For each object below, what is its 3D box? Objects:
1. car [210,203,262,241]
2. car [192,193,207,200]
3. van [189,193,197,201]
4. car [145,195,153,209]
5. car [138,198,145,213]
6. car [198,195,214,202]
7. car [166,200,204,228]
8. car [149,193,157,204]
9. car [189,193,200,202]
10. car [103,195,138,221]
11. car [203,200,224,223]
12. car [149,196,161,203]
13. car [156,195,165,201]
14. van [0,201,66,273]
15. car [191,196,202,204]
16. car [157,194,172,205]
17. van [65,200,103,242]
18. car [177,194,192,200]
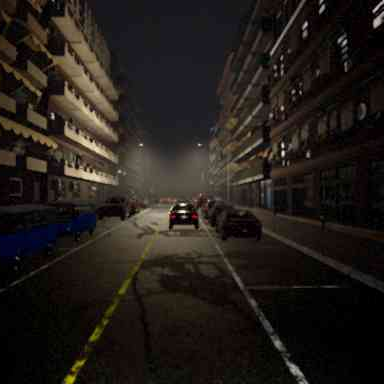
[{"bbox_3d":[2.134,1.474,16.041,1.887,1.381,4.507,1,0,-2],"label":"car"},{"bbox_3d":[1.436,1.187,38.153,2.192,1.841,5.009,1,0,-2],"label":"car"},{"bbox_3d":[0.267,1.180,76.856,1.690,1.788,3.998,1,0,-2],"label":"van"},{"bbox_3d":[-6.580,1.466,43.506,1.947,1.339,4.313,1,0,-2],"label":"car"},{"bbox_3d":[-6.241,1.239,32.448,2.192,1.841,5.009,1,0,-2],"label":"car"},{"bbox_3d":[1.809,1.338,27.098,1.967,1.590,4.097,1,0,-2],"label":"car"},{"bbox_3d":[-0.529,1.473,21.512,2.033,1.411,5.357,0,0,-2],"label":"car"},{"bbox_3d":[-7.076,1.195,60.088,2.192,1.841,5.009,1,0,-2],"label":"car"},{"bbox_3d":[0.434,1.153,71.327,2.192,1.841,5.009,1,0,-2],"label":"car"},{"bbox_3d":[-6.074,1.252,26.920,2.192,1.841,5.009,1,0,-2],"label":"car"},{"bbox_3d":[1.967,1.458,21.569,1.887,1.381,4.507,1,0,-2],"label":"car"},{"bbox_3d":[-7.247,1.422,65.617,1.887,1.381,4.507,1,0,-2],"label":"car"},{"bbox_3d":[-7.748,1.463,82.203,1.802,1.307,4.206,1,0,-2],"label":"car"},{"bbox_3d":[-5.574,1.327,10.335,1.690,1.788,3.998,1,0,-2],"label":"van"},{"bbox_3d":[0.764,1.423,60.269,1.802,1.307,4.206,1,0,-2],"label":"car"},{"bbox_3d":[-4.427,1.348,56.603,1.882,1.535,5.008,0,0,-2],"label":"car"},{"bbox_3d":[-5.741,1.309,15.865,1.690,1.788,3.998,1,0,-2],"label":"van"},{"bbox_3d":[-1.147,1.381,42.325,1.837,1.490,4.892,0,0,-2],"label":"car"}]
